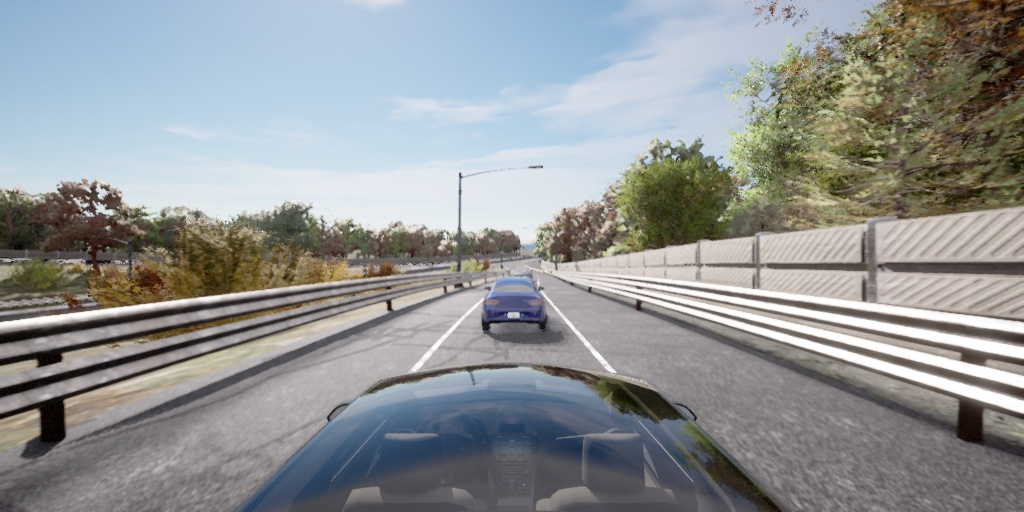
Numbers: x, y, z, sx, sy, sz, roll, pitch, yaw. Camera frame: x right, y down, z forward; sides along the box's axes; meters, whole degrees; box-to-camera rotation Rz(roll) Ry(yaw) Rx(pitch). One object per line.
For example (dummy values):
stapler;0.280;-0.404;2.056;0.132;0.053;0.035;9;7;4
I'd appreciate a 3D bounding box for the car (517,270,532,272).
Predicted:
car;1.147;2.238;36.703;2.128;1.511;4.902;0;-2;4

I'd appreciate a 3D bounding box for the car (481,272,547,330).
car;0.075;1.400;11.503;1.812;1.442;4.674;0;-1;1
